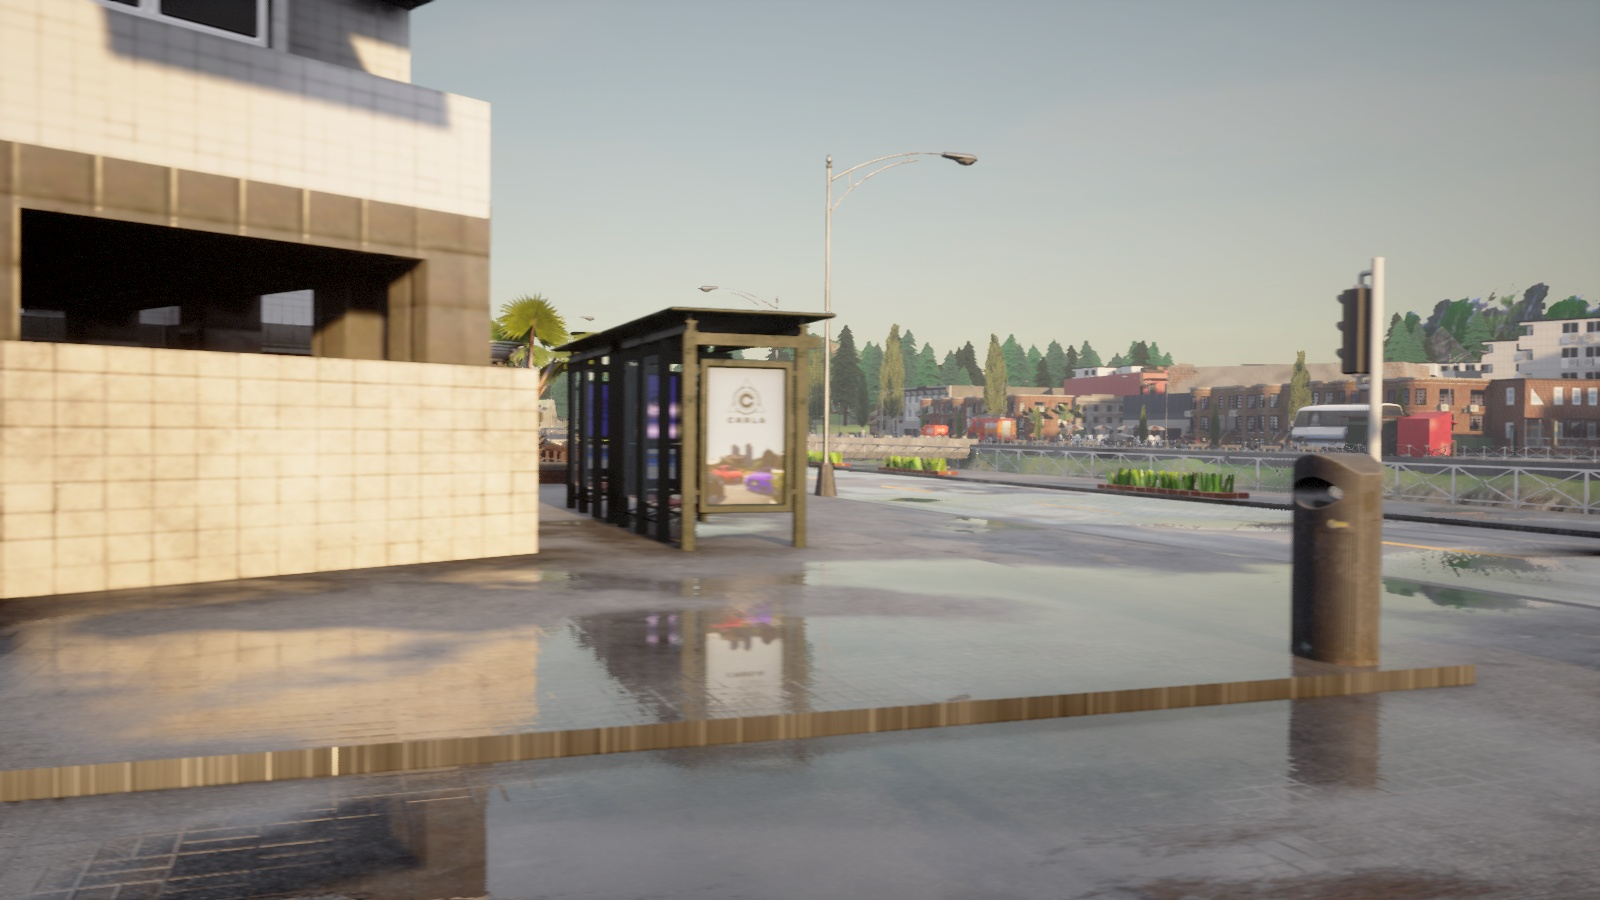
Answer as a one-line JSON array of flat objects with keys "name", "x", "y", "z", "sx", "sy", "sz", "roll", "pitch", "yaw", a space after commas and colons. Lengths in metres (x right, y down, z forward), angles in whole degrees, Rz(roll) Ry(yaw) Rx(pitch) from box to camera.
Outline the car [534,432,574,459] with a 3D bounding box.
[{"name": "car", "x": -14.884, "y": -0.275, "z": 75.975, "sx": 1.789, "sy": 1.549, "sz": 3.705, "roll": -1, "pitch": 1, "yaw": -20}]
